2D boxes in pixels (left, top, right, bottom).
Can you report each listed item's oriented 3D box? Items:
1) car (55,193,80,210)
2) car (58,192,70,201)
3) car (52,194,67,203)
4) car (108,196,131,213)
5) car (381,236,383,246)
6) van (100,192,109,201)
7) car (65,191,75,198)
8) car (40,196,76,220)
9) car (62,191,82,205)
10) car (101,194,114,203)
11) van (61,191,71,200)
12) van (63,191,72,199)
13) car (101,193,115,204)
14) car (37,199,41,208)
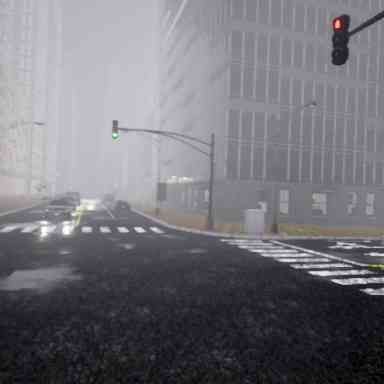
[{"bbox_3d":[-13.346,1.220,35.783,1.837,1.490,4.892,2,0,-17],"label":"car"},{"bbox_3d":[-24.973,0.865,65.067,1.967,1.590,4.097,2,0,-17],"label":"car"},{"bbox_3d":[-21.714,1.063,54.504,1.947,1.339,4.313,2,0,-17],"label":"car"},{"bbox_3d":[-7.615,1.495,35.722,1.947,1.339,4.313,2,0,-17],"label":"car"},{"bbox_3d":[11.604,2.444,16.101,4.718,1.301,1.895,3,-1,-20],"label":"car"},{"bbox_3d":[-19.078,1.023,72.675,1.690,1.788,3.998,2,0,-17],"label":"van"},{"bbox_3d":[-31.496,0.594,86.191,2.192,1.841,5.009,2,0,-17],"label":"car"},{"bbox_3d":[-10.290,1.302,25.882,1.812,1.442,4.674,2,0,-17],"label":"car"},{"bbox_3d":[-16.436,0.873,45.846,2.150,2.045,5.566,2,0,-17],"label":"car"},{"bbox_3d":[-15.818,1.195,62.113,1.967,1.590,4.097,2,0,-17],"label":"car"},{"bbox_3d":[-26.601,0.729,70.348,1.690,1.788,3.998,2,0,-17],"label":"van"},{"bbox_3d":[-28.233,0.693,75.629,1.690,1.788,3.998,2,0,-17],"label":"van"},{"bbox_3d":[-14.181,1.106,56.832,2.192,1.841,5.009,2,0,-17],"label":"car"},{"bbox_3d":[-16.818,1.182,38.660,1.802,1.307,4.206,2,0,-17],"label":"car"}]
